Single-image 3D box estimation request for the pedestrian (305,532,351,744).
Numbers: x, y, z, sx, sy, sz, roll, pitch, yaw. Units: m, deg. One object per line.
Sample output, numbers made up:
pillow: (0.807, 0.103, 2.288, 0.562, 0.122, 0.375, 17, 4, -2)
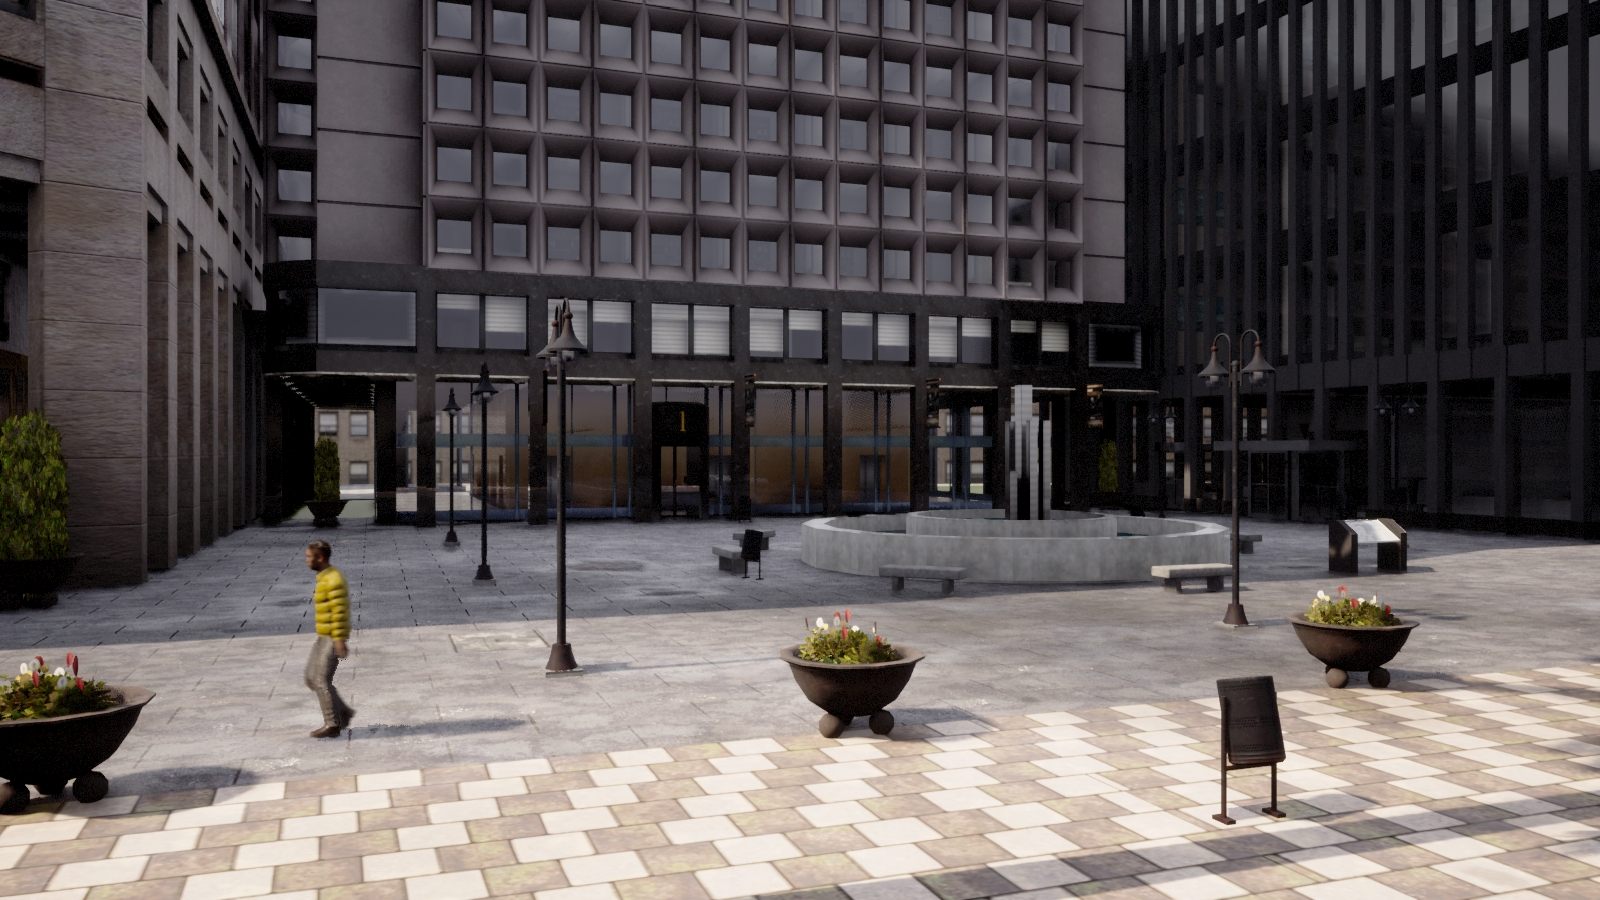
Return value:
pedestrian: (-4.323, 1.701, 10.480, 0.375, 1.860, 0.375, 0, 0, -20)
